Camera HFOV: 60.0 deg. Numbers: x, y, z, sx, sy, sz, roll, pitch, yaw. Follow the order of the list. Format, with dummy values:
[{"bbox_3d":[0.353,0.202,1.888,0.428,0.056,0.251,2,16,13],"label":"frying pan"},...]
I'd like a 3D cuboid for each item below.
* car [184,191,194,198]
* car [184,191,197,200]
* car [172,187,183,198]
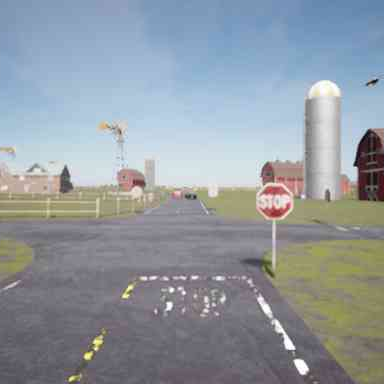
[{"bbox_3d":[-0.700,0.502,74.910,1.882,1.535,5.008,0,1,-6],"label":"car"},{"bbox_3d":[-0.038,0.660,64.802,1.882,1.535,5.008,0,1,-2],"label":"car"},{"bbox_3d":[-2.974,0.083,68.864,2.150,2.045,5.566,0,1,-2],"label":"car"}]
